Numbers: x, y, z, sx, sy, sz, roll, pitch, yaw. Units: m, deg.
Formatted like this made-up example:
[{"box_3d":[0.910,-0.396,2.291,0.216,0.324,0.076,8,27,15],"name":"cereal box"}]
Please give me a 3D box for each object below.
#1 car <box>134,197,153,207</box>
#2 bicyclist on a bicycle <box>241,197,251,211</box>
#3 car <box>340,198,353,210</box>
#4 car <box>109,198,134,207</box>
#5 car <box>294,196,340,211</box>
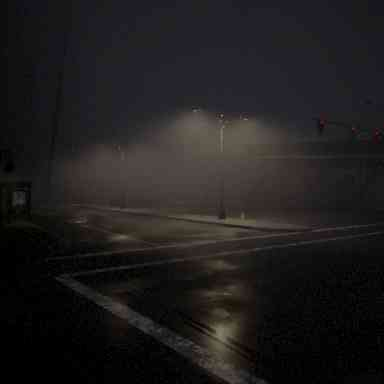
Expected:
[{"box_3d":[-8.196,1.547,52.752,2.033,1.411,5.357,0,0,-35],"name":"car"},{"box_3d":[6.346,1.430,39.768,1.656,1.620,0.582,-6,-7,-37],"name":"bicyclist on a bicycle"},{"box_3d":[18.189,1.456,42.048,1.970,1.475,3.806,0,0,-35],"name":"car"},{"box_3d":[-11.061,1.564,50.741,1.994,1.385,4.181,0,0,-35],"name":"car"},{"box_3d":[13.923,1.295,38.125,2.242,1.667,4.611,0,0,-35],"name":"car"}]
